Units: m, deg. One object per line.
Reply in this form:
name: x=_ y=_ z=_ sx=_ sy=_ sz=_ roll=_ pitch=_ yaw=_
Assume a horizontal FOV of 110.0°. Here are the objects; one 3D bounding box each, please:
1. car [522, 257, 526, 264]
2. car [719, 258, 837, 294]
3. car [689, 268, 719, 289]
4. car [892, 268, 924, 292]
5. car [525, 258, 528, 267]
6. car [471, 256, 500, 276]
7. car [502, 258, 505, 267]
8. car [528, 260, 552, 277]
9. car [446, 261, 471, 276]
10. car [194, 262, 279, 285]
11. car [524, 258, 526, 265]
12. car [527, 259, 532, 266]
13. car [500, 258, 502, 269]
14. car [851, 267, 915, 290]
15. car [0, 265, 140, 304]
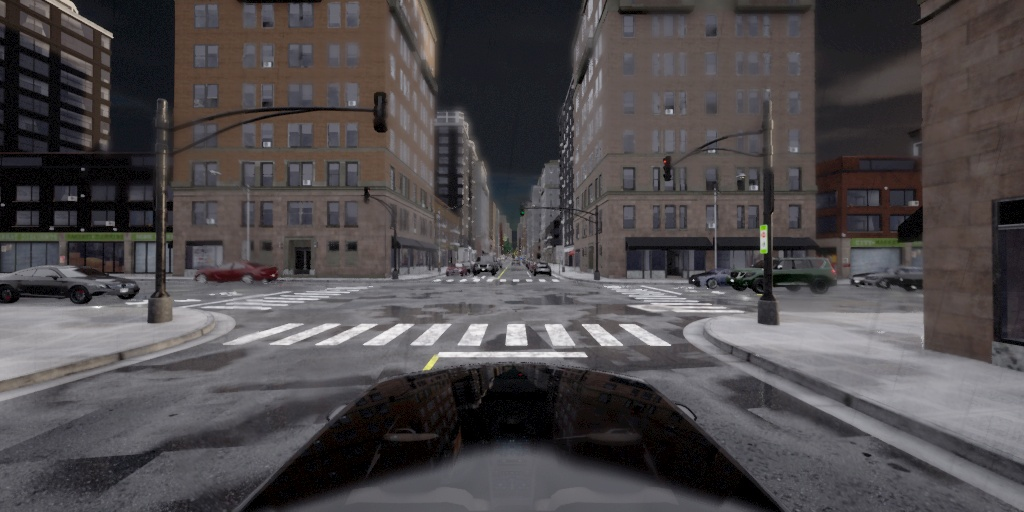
car: x=3.324 y=1.315 z=63.821 sx=1.948 sy=1.339 sz=4.313 roll=0 pitch=0 yaw=1
car: x=15.625 y=1.104 z=20.946 sx=5.566 sy=2.045 sz=2.150 roll=0 pitch=-1 yaw=0
car: x=14.279 y=1.470 z=24.209 sx=4.181 sy=1.385 sz=1.994 roll=0 pitch=-1 yaw=1
car: x=25.638 y=1.549 z=20.876 sx=4.718 sy=1.301 sz=1.895 roll=0 pitch=-1 yaw=0
car: x=3.115 y=1.302 z=47.230 sx=2.007 sy=1.370 sz=4.403 roll=0 pitch=0 yaw=1
car: x=-2.772 y=0.976 z=37.779 sx=2.150 sy=2.045 sz=5.566 roll=0 pitch=0 yaw=1
car: x=-2.506 y=1.352 z=58.123 sx=1.895 sy=1.301 sz=4.718 roll=0 pitch=0 yaw=1
car: x=2.977 y=1.318 z=36.170 sx=1.948 sy=1.339 sz=4.313 roll=0 pitch=0 yaw=1
car: x=-5.549 y=1.336 z=36.273 sx=1.802 sy=1.307 sz=4.207 roll=0 pitch=0 yaw=1
car: x=-18.710 y=1.151 z=24.417 sx=5.008 sy=1.535 sz=1.882 roll=1 pitch=-1 yaw=0
car: x=3.185 y=1.296 z=52.761 sx=1.888 sy=1.381 sz=4.507 roll=0 pitch=0 yaw=1
car: x=3.046 y=1.297 z=41.700 sx=1.888 sy=1.381 sz=4.507 roll=0 pitch=0 yaw=1
car: x=-2.646 y=1.258 z=47.867 sx=1.837 sy=1.490 sz=4.892 roll=0 pitch=0 yaw=1
car: x=25.711 y=1.473 z=24.123 sx=4.902 sy=1.511 sz=2.128 roll=0 pitch=-1 yaw=0
car: x=-17.924 y=1.106 z=14.464 sx=4.674 sy=1.442 sz=1.812 roll=0 pitch=-1 yaw=1
